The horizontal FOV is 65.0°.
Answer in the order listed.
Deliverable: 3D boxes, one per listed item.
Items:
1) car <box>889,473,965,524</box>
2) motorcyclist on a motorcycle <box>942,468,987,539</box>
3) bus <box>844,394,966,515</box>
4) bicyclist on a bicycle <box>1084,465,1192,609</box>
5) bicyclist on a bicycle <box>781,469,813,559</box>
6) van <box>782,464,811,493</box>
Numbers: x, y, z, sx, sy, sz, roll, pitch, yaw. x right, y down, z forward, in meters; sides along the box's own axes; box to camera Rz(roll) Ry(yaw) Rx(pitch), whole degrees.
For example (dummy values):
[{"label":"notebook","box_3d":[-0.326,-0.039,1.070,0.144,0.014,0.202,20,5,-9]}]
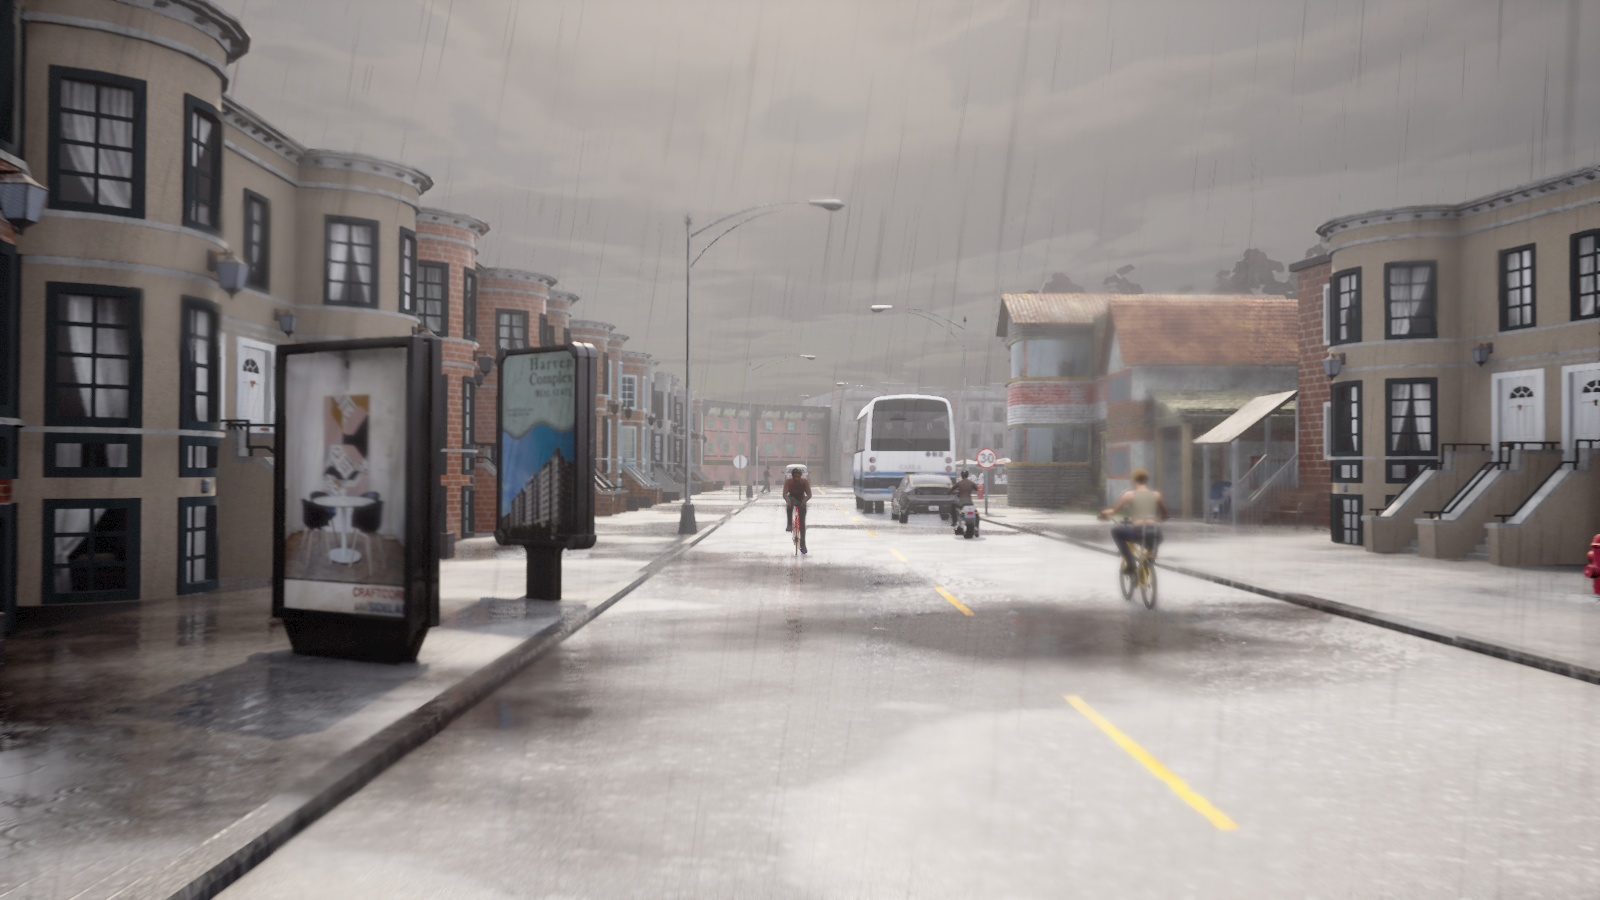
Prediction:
[{"label":"car","box_3d":[3.909,1.461,39.262,1.837,1.490,4.892,0,-1,0]},{"label":"motorcyclist on a motorcycle","box_3d":[3.930,1.254,30.166,0.766,1.649,2.350,0,-1,0]},{"label":"bus","box_3d":[3.869,0.249,49.355,3.944,4.253,10.273,0,-1,0]},{"label":"bicyclist on a bicycle","box_3d":[3.961,0.984,14.850,0.866,1.612,1.509,0,-1,0]},{"label":"bicyclist on a bicycle","box_3d":[-0.055,1.160,23.405,0.582,1.620,1.656,0,-1,0]},{"label":"van","box_3d":[-0.240,2.100,93.257,2.069,2.038,4.480,0,-1,0]}]
